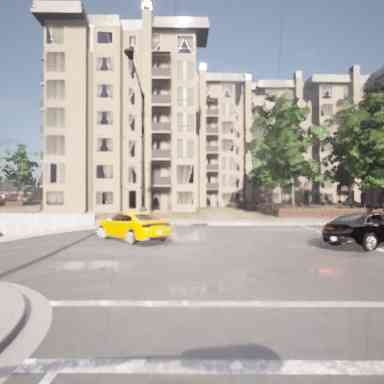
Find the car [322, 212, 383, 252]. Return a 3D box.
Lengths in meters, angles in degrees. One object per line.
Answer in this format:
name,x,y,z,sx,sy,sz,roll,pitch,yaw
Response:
car,8.020,1.655,14.728,4.892,1.490,1.837,0,-5,-25

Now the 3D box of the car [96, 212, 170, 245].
car,-3.177,1.781,17.437,1.882,1.535,5.008,1,-2,-42
